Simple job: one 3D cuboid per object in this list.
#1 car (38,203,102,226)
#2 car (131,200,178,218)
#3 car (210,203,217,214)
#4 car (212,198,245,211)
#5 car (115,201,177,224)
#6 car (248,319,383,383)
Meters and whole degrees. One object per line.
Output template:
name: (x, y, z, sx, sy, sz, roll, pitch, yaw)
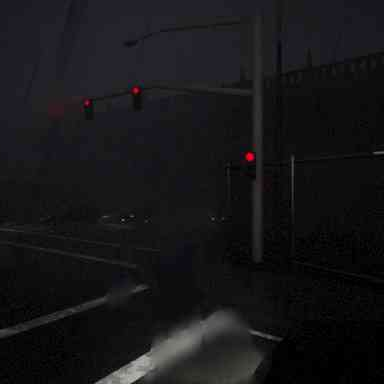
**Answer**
car: (-8.769, 1.581, 24.312, 1.812, 1.442, 4.674, 0, 0, 37)
car: (-3.478, 1.581, 31.711, 1.812, 1.442, 4.674, 0, 0, 36)
car: (4.085, 1.603, 36.324, 2.033, 1.411, 5.357, 0, 0, 35)
car: (4.761, 1.547, 43.291, 2.128, 1.511, 4.902, 0, 0, 36)
car: (-3.366, 1.603, 25.837, 2.033, 1.411, 5.357, 0, 0, 35)
car: (2.971, 1.547, 1.848, 5.357, 1.411, 2.033, 0, 0, 36)
